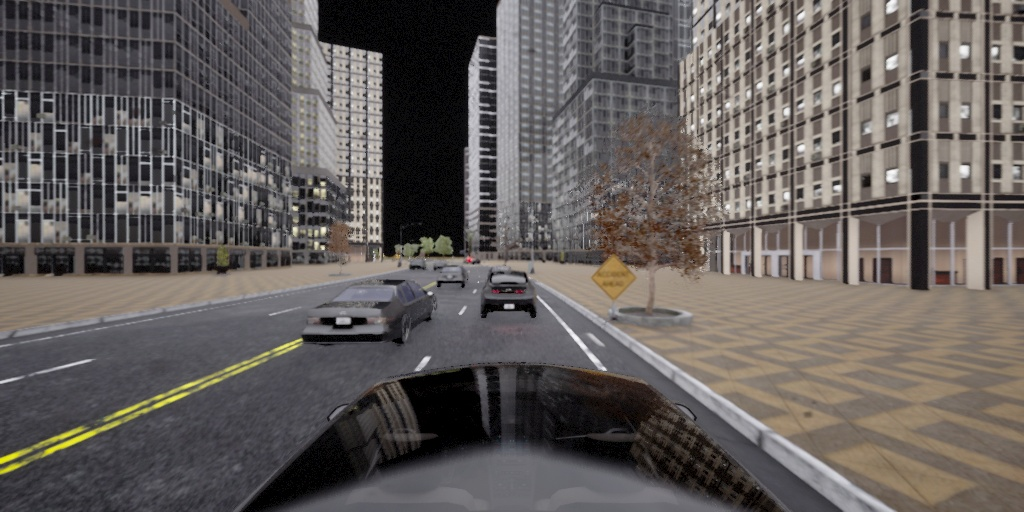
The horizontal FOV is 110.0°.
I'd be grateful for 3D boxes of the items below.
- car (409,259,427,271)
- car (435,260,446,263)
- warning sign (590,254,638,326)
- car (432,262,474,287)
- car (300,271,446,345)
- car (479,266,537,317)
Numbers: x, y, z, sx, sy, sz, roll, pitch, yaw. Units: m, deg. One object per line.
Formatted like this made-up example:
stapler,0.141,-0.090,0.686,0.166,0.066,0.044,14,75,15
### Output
car,-13.227,1.157,50.644,2.097,1.767,4.553,0,0,-8
car,-9.767,1.301,49.259,1.837,1.490,4.892,0,0,-7
warning sign,2.764,0.867,9.768,1.300,1.860,1.060,0,0,-1
car,-3.959,1.321,24.525,2.033,1.411,5.357,0,0,-3
car,-3.315,1.310,9.480,2.033,1.411,5.357,0,0,-1
car,-0.149,1.265,13.228,1.837,1.490,4.892,0,0,-2
